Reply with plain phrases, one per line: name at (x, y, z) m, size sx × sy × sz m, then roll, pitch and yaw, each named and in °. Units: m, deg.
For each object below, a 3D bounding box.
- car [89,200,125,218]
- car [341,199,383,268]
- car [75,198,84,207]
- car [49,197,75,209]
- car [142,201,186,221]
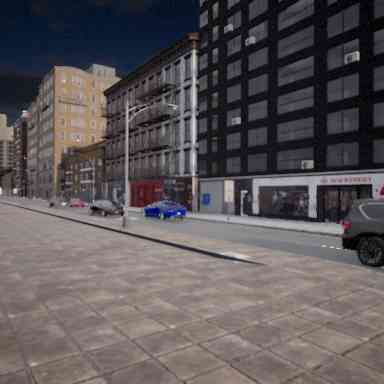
car at (-7.788, 1.455, 30.115) m, size 1.882 × 1.535 × 5.008 m, roll 1°, pitch 0°, yaw -35°
car at (7.043, 1.229, 9.218) m, size 2.150 × 2.045 × 5.566 m, roll 1°, pitch 0°, yaw -35°
car at (-17.297, 1.523, 48.591) m, size 1.994 × 1.385 × 4.181 m, roll 1°, pitch 0°, yaw -35°
car at (-17.651, 1.382, 44.169) m, size 2.128 × 1.511 × 4.902 m, roll 1°, pitch 0°, yaw -35°
car at (-2.430, 1.491, 27.656) m, size 1.882 × 1.535 × 5.008 m, roll 1°, pitch 0°, yaw -35°
